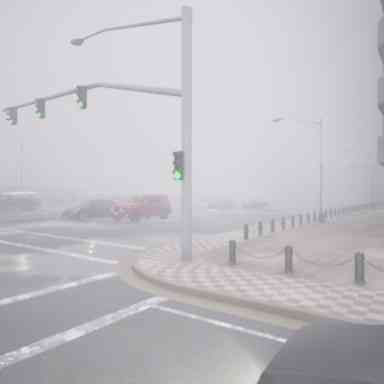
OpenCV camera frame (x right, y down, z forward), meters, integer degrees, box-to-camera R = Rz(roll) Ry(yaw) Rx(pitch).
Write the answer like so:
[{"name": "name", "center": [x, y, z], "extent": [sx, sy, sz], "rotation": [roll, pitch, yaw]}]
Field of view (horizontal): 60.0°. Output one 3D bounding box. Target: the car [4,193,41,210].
[{"name": "car", "center": [-24.214, 1.329, 47.726], "extent": [1.970, 1.475, 3.806], "rotation": [0, 0, 36]}]

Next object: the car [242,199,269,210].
[{"name": "car", "center": [8.281, 1.609, 43.242], "extent": [1.895, 1.301, 4.718], "rotation": [0, 0, 36]}]

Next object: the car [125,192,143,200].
[{"name": "car", "center": [-14.047, 1.062, 80.578], "extent": [1.905, 1.878, 3.866], "rotation": [0, 0, 36]}]

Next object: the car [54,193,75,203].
[{"name": "car", "center": [-24.357, 1.059, 66.412], "extent": [1.932, 1.855, 4.605], "rotation": [0, 0, 36]}]

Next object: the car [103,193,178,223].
[{"name": "car", "center": [-3.928, 1.229, 26.412], "extent": [2.150, 2.045, 5.566], "rotation": [0, 0, 36]}]

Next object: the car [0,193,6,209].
[{"name": "car", "center": [-26.552, 1.290, 49.433], "extent": [1.784, 1.438, 3.905], "rotation": [0, 0, 36]}]

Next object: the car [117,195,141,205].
[{"name": "car", "center": [-10.653, 1.344, 56.526], "extent": [1.970, 1.475, 3.806], "rotation": [0, 0, 36]}]

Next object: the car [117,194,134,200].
[{"name": "car", "center": [-16.380, 1.294, 82.294], "extent": [1.970, 1.475, 3.806], "rotation": [0, 0, 36]}]

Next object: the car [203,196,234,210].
[{"name": "car", "center": [3.680, 1.563, 42.867], "extent": [1.994, 1.385, 4.181], "rotation": [0, 0, 36]}]

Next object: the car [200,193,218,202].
[{"name": "car", "center": [4.134, 1.117, 67.293], "extent": [1.932, 1.855, 4.605], "rotation": [0, 0, 36]}]

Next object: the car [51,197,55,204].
[{"name": "car", "center": [-26.659, 1.262, 68.171], "extent": [1.784, 1.438, 3.905], "rotation": [0, 0, 36]}]

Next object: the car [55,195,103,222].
[{"name": "car", "center": [-8.111, 1.351, 26.601], "extent": [2.097, 1.767, 4.553], "rotation": [0, 0, 36]}]

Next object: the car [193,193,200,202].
[{"name": "car", "center": [1.827, 1.112, 69.042], "extent": [1.905, 1.878, 3.866], "rotation": [0, 0, 36]}]

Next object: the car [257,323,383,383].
[{"name": "car", "center": [3.009, 1.551, 1.817], "extent": [5.357, 1.411, 2.033], "rotation": [0, 0, 32]}]
